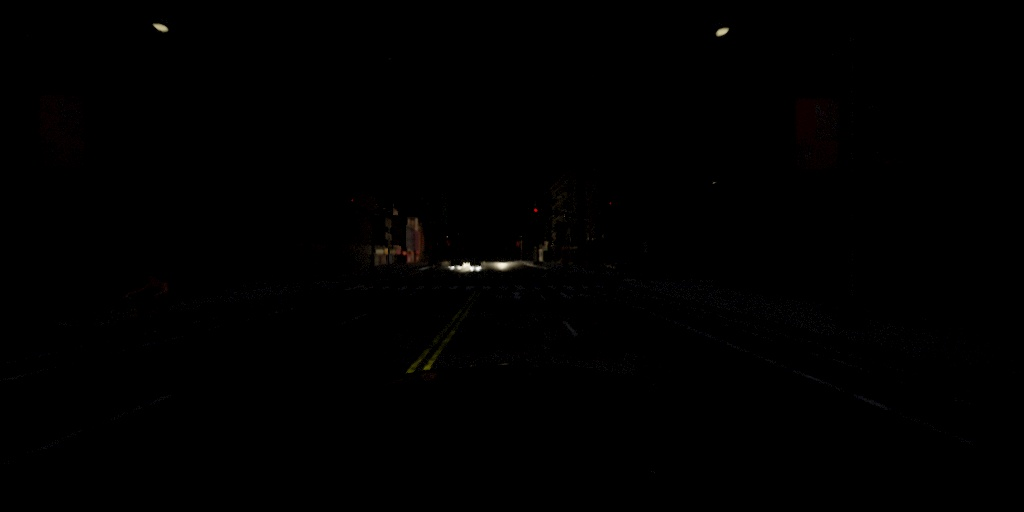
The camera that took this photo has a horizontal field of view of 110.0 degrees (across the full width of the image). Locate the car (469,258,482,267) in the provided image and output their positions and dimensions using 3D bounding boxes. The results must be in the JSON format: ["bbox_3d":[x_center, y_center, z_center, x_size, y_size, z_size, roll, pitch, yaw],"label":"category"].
[{"bbox_3d":[-6.299,1.094,61.917,2.128,1.511,4.902,0,0,-4],"label":"car"}]

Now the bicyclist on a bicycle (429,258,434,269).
[{"bbox_3d":[-10.659,1.085,47.480,0.582,1.620,1.656,0,0,-5],"label":"bicyclist on a bicycle"}]

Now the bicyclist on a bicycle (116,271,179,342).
[{"bbox_3d":[-8.817,1.171,8.729,0.866,1.612,1.509,0,0,-1],"label":"bicyclist on a bicycle"}]

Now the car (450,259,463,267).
[{"bbox_3d":[-9.533,1.167,61.595,1.994,1.385,4.181,0,0,-4],"label":"car"}]
